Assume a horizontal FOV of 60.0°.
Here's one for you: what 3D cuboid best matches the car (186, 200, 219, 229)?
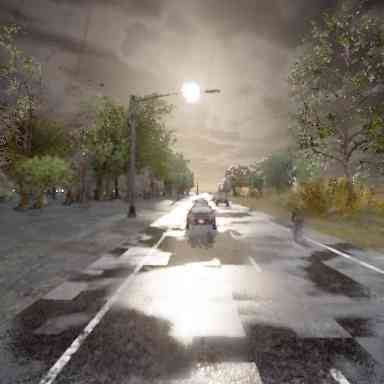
[{"bbox_3d":[0.582,1.499,21.373,1.812,1.442,4.674,0,0,1],"label":"car"}]

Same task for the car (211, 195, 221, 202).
[{"bbox_3d":[5.300,1.480,73.558,2.033,1.411,5.357,0,0,1],"label":"car"}]

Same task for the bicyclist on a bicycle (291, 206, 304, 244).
[{"bbox_3d":[4.793,1.472,15.087,0.582,1.620,1.656,0,0,1],"label":"bicyclist on a bicycle"}]

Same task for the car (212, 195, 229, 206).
[{"bbox_3d":[4.946,1.313,55.348,2.097,1.767,4.553,0,0,2],"label":"car"}]

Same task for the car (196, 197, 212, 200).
[{"bbox_3d":[1.078,1.496,41.091,2.033,1.411,5.357,0,0,1],"label":"car"}]
